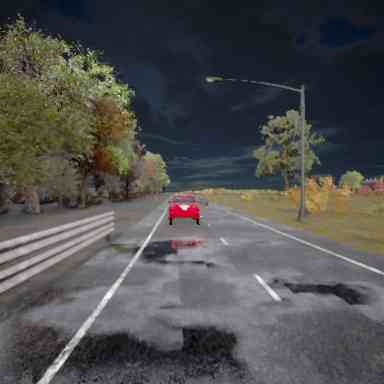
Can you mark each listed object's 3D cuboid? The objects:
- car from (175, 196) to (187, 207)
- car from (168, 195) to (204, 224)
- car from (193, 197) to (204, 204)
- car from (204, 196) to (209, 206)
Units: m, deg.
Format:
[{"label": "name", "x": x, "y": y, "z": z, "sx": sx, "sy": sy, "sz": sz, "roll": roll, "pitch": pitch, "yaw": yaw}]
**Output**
[{"label": "car", "x": -1.707, "y": 1.438, "z": 50.957, "sx": 1.882, "sy": 1.535, "sz": 5.008, "roll": 0, "pitch": 0, "yaw": -2}, {"label": "car", "x": -0.599, "y": 1.205, "z": 24.627, "sx": 2.150, "sy": 2.045, "sz": 5.566, "roll": 0, "pitch": 0, "yaw": -2}, {"label": "car", "x": 1.171, "y": 1.553, "z": 63.457, "sx": 1.895, "sy": 1.301, "sz": 4.718, "roll": 0, "pitch": 0, "yaw": -2}, {"label": "car", "x": 1.610, "y": 1.437, "z": 53.014, "sx": 2.128, "sy": 1.511, "sz": 4.902, "roll": 0, "pitch": 0, "yaw": -2}]
